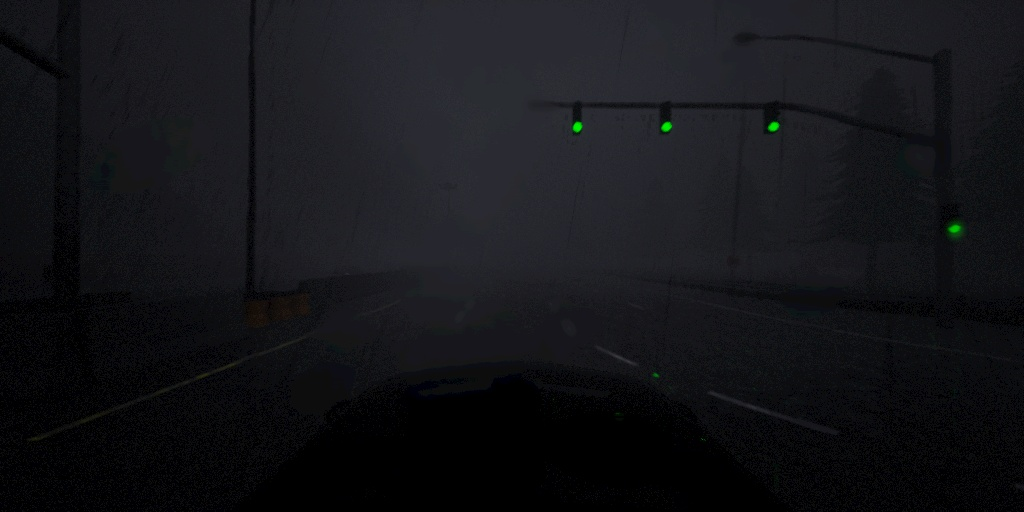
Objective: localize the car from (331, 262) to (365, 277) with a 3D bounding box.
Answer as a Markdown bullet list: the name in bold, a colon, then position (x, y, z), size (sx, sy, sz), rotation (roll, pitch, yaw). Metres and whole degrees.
- **car**: position (-16.660, 1.655, 36.772), size (1.812, 1.442, 4.674), rotation (0, 0, -1)
